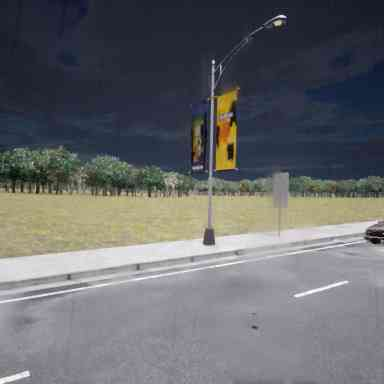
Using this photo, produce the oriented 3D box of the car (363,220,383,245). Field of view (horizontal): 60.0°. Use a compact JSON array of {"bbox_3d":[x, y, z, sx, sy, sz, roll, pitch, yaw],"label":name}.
[{"bbox_3d":[9.743,1.555,14.658,5.357,1.411,2.033,0,0,-36],"label":"car"}]
